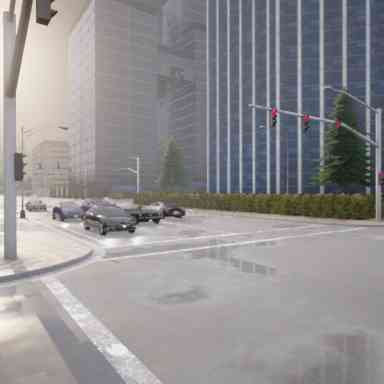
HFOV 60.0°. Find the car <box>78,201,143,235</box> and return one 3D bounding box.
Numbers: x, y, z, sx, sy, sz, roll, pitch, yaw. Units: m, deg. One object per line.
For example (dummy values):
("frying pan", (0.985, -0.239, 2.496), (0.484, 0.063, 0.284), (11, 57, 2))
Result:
("car", (-4.845, 1.530, 19.203), (1.837, 1.490, 4.892), (0, 0, -34))

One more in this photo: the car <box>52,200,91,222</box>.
("car", (-9.995, 1.549, 26.866), (1.812, 1.442, 4.674), (0, 0, -34))

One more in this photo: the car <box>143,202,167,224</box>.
("car", (-4.017, 1.613, 24.244), (1.895, 1.301, 4.718), (0, 0, -34))

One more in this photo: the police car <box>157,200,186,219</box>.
("police car", (-2.619, 1.510, 28.611), (2.038, 1.542, 4.974), (0, 0, -34))

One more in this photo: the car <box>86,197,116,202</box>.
("car", (-9.047, 1.363, 31.743), (2.097, 1.767, 4.553), (0, 0, -34))

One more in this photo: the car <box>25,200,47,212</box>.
("car", (-18.920, 1.623, 40.295), (1.895, 1.301, 4.718), (0, 0, -34))

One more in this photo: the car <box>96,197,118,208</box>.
("car", (-12.897, 1.509, 50.224), (1.812, 1.442, 4.674), (0, 0, -33))
